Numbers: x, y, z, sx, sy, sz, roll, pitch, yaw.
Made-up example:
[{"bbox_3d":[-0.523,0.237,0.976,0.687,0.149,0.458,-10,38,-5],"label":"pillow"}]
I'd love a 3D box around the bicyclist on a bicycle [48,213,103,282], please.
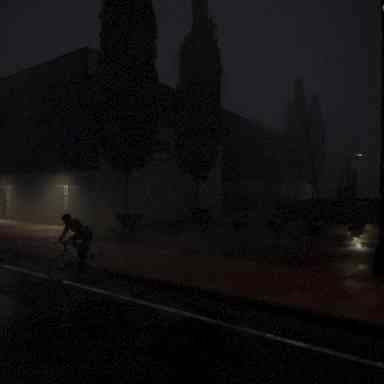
[{"bbox_3d":[-2.973,1.334,8.464,0.582,1.620,1.656,0,8,35],"label":"bicyclist on a bicycle"}]
